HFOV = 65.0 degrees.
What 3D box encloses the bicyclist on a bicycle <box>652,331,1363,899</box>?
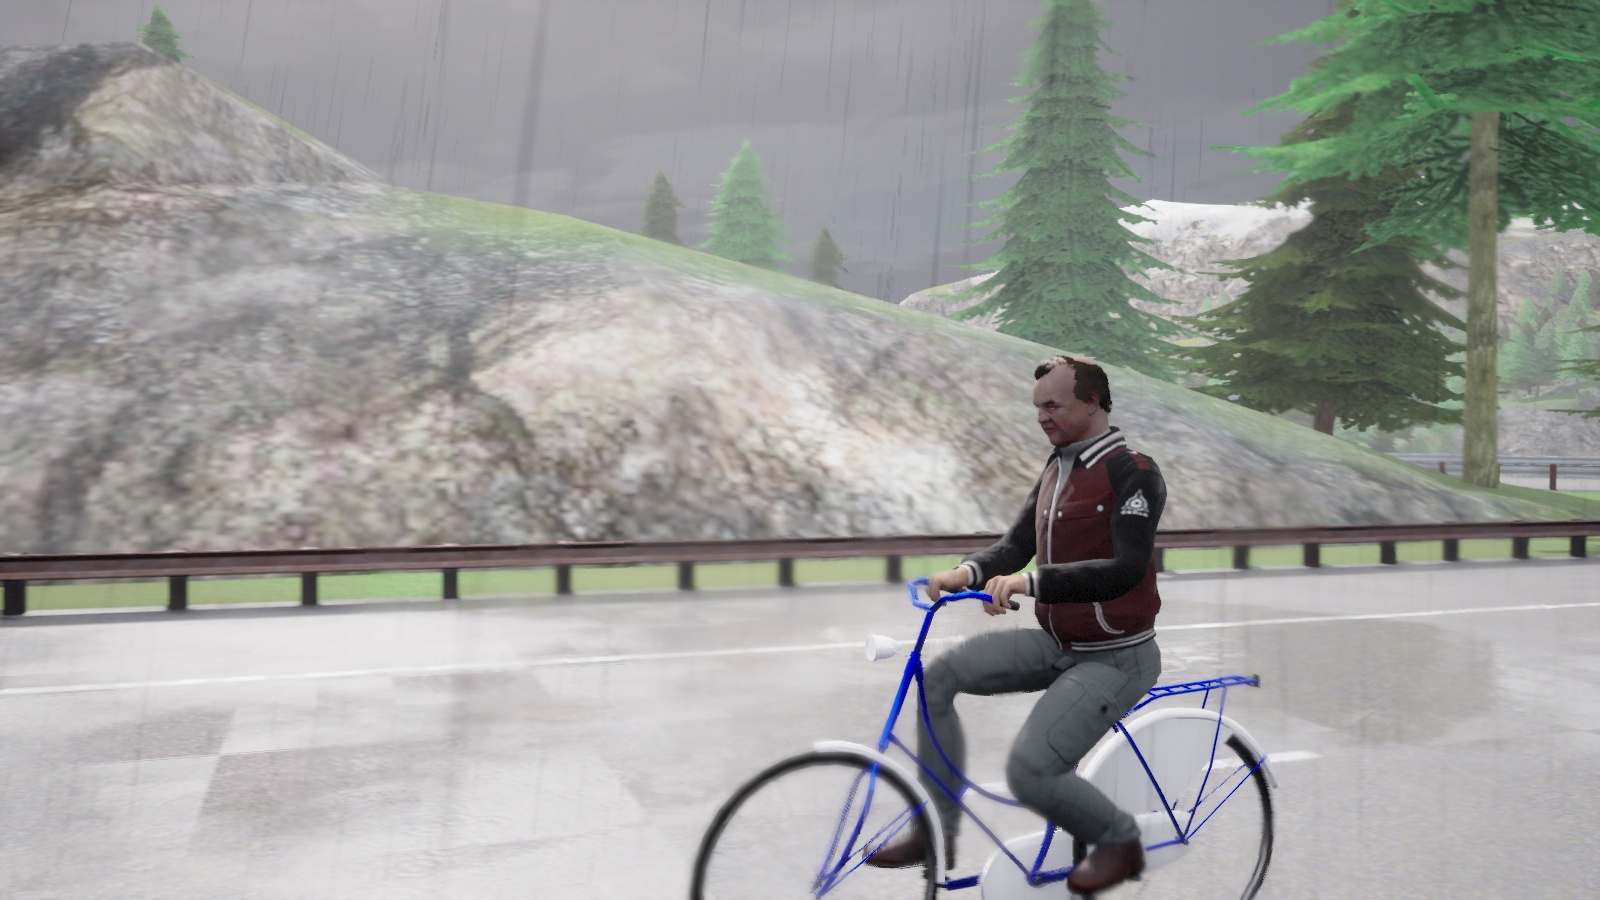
[{"bbox_3d":[0.582,0.606,3.459,1.843,1.776,0.659,-1,1,-21],"label":"bicyclist on a bicycle"}]
